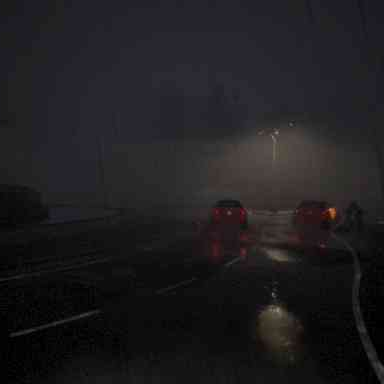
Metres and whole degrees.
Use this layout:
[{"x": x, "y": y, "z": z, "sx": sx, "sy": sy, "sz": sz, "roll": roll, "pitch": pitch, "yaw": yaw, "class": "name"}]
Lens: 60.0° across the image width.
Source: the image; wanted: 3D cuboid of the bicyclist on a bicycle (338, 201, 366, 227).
[{"x": 10.472, "y": 1.428, "z": 21.750, "sx": 1.656, "sy": 1.620, "sz": 0.582, "roll": 1, "pitch": 0, "yaw": -16, "class": "bicyclist on a bicycle"}]

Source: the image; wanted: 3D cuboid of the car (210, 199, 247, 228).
[{"x": 2.266, "y": 1.243, "z": 21.601, "sx": 2.097, "sy": 1.767, "sz": 4.553, "roll": 0, "pitch": 0, "yaw": 2, "class": "car"}]

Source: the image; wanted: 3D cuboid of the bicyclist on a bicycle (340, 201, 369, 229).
[{"x": 9.955, "y": 1.431, "z": 20.393, "sx": 1.656, "sy": 1.620, "sz": 0.582, "roll": 0, "pitch": 0, "yaw": 29, "class": "bicyclist on a bicycle"}]

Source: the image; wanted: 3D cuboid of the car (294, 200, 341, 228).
[{"x": 8.400, "y": 1.304, "z": 22.137, "sx": 2.097, "sy": 1.767, "sz": 4.553, "roll": 1, "pitch": 1, "yaw": 34, "class": "car"}]
